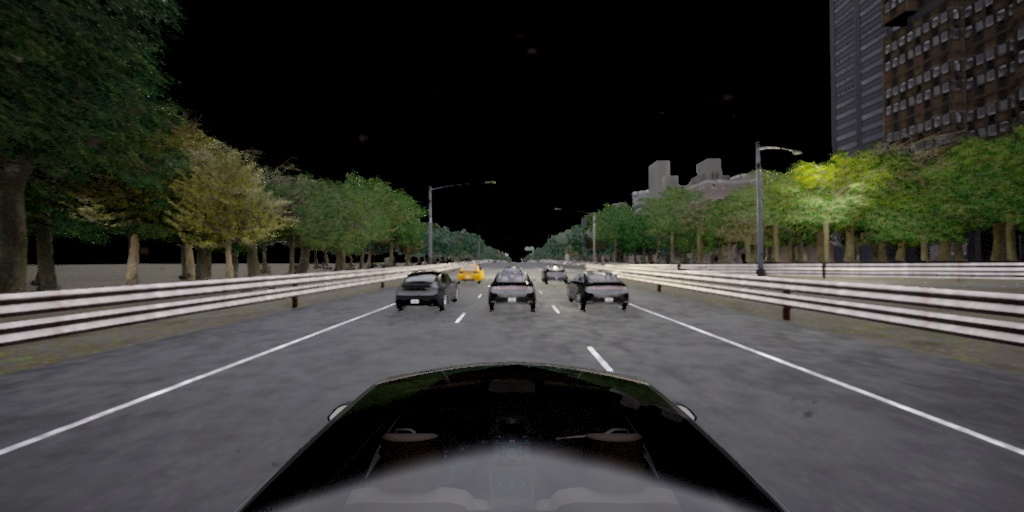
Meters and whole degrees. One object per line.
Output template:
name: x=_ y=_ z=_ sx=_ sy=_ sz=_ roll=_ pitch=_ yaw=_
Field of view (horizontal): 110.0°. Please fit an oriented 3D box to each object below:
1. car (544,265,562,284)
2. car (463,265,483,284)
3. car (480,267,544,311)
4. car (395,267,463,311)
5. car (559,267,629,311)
car: x=3.516 y=1.535 z=30.344 sx=2.128 sy=1.511 sz=4.902 roll=0 pitch=0 yaw=0
car: x=-3.478 y=1.526 z=31.090 sx=1.882 sy=1.535 sz=5.008 roll=0 pitch=0 yaw=0
car: x=0.019 y=1.386 z=15.350 sx=2.128 sy=1.511 sz=4.902 roll=0 pitch=0 yaw=0
car: x=-3.481 y=1.400 z=15.349 sx=1.837 sy=1.490 sz=4.892 roll=0 pitch=0 yaw=0
car: x=3.518 y=1.386 z=15.353 sx=2.128 sy=1.511 sz=4.902 roll=0 pitch=0 yaw=0
